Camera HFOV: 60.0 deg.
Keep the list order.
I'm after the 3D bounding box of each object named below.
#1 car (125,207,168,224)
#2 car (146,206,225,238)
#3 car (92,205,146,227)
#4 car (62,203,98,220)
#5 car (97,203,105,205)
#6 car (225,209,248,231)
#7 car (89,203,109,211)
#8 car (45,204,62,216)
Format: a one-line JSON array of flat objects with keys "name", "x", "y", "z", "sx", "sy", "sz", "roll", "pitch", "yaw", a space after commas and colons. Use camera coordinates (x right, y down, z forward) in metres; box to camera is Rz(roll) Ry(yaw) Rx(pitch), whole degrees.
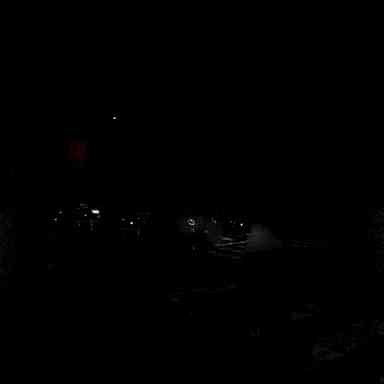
[{"name": "car", "x": -4.242, "y": 2.082, "z": 30.250, "sx": 1.895, "sy": 1.301, "sz": 4.718, "roll": 0, "pitch": -1, "yaw": -36}, {"name": "car", "x": -0.510, "y": 1.636, "z": 19.625, "sx": 2.097, "sy": 1.767, "sz": 4.553, "roll": 0, "pitch": -1, "yaw": -36}, {"name": "car", "x": -6.091, "y": 2.009, "z": 27.277, "sx": 2.033, "sy": 1.411, "sz": 5.357, "roll": 0, "pitch": -1, "yaw": -35}, {"name": "car", "x": -11.931, "y": 2.214, "z": 35.286, "sx": 1.994, "sy": 1.385, "sz": 4.181, "roll": 0, "pitch": -1, "yaw": -36}, {"name": "car", "x": -10.467, "y": 2.230, "z": 38.786, "sx": 2.033, "sy": 1.411, "sz": 5.357, "roll": 0, "pitch": -1, "yaw": -36}, {"name": "car", "x": 1.591, "y": 1.801, "z": 22.261, "sx": 1.837, "sy": 1.490, "sz": 4.892, "roll": 0, "pitch": -1, "yaw": -36}, {"name": "car", "x": -16.229, "y": 2.634, "z": 58.025, "sx": 1.895, "sy": 1.301, "sz": 4.718, "roll": 0, "pitch": -1, "yaw": -36}, {"name": "car", "x": -17.763, "y": 2.332, "z": 43.322, "sx": 2.128, "sy": 1.511, "sz": 4.902, "roll": 0, "pitch": -1, "yaw": -36}]
